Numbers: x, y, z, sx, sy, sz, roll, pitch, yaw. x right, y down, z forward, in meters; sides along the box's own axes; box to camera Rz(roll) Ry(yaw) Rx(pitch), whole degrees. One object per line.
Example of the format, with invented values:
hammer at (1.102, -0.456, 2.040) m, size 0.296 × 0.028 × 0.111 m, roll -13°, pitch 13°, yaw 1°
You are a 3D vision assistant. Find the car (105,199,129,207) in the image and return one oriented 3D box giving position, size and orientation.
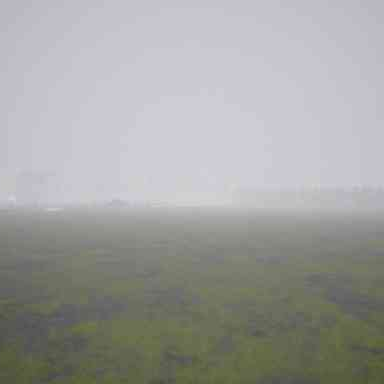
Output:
car at (-14.310, 2.061, 63.524) m, size 1.882 × 1.535 × 5.008 m, roll 1°, pitch 0°, yaw 36°
